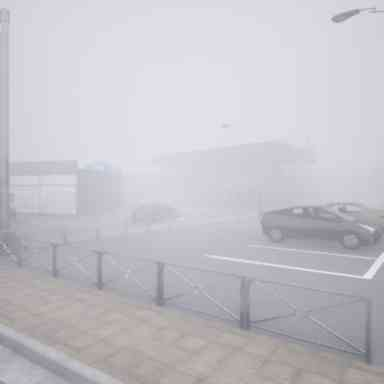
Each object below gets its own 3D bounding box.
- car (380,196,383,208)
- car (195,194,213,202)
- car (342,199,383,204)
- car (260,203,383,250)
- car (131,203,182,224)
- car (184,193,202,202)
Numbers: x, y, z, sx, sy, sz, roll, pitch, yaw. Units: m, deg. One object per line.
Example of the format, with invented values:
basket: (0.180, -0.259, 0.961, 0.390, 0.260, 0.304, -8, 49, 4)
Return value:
car: (26.976, 1.346, 43.705, 3.806, 1.475, 1.970, 0, 0, 36)
car: (2.263, 1.344, 66.490, 2.242, 1.667, 4.611, 0, 0, 36)
car: (6.852, 1.317, 15.982, 5.027, 1.636, 2.152, 0, 0, 36)
car: (5.048, 1.326, 13.415, 4.514, 1.523, 2.007, 0, 0, 36)
car: (-2.569, 1.515, 24.742, 1.994, 1.385, 4.181, 0, 0, 35)
car: (0.240, 1.156, 73.329, 1.905, 1.878, 3.866, 0, 0, 36)
